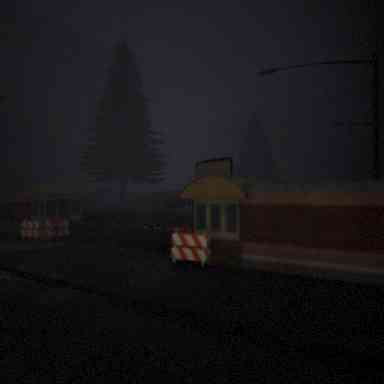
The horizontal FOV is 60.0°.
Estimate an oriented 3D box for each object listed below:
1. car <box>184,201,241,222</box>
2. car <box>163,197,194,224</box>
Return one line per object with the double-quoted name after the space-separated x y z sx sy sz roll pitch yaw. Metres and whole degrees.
1.581 1.492 26.563 4.193 1.474 1.816 -1 0 35 "car"
-0.359 1.306 24.506 3.866 1.878 1.905 -1 0 35 "car"
